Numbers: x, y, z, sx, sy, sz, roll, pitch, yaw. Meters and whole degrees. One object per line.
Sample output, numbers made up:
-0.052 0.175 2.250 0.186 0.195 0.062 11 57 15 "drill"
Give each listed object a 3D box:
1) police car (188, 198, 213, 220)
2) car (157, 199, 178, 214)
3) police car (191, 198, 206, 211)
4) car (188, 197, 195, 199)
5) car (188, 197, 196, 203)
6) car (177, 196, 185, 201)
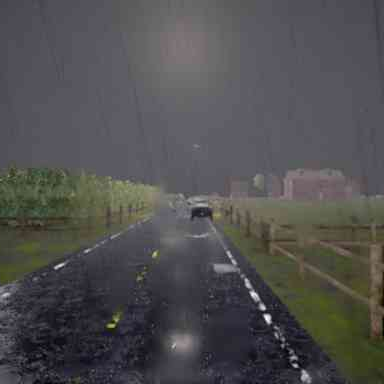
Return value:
0.849 1.606 29.974 1.930 1.638 5.238 0 0 0 "police car"
-2.809 1.799 38.032 1.994 1.385 4.181 0 0 0 "car"
0.862 1.714 45.974 1.930 1.638 5.238 0 0 0 "police car"
0.857 1.599 39.835 2.097 1.767 4.553 0 0 0 "car"
0.070 1.926 84.653 1.882 1.535 5.008 0 -1 0 "car"
-2.686 1.671 78.770 1.837 1.490 4.892 0 -1 0 "car"
